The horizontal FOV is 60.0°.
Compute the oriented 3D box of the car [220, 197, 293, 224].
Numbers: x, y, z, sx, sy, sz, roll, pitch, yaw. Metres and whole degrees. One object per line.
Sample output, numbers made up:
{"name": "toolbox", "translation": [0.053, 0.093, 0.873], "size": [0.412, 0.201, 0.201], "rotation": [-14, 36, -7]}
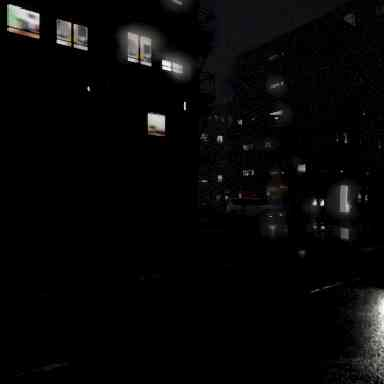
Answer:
{"name": "car", "translation": [5.298, 1.472, 28.146], "size": [2.150, 2.045, 5.566], "rotation": [0, -1, -36]}

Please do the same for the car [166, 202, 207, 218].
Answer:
{"name": "car", "translation": [-0.685, 1.860, 36.269], "size": [1.882, 1.535, 5.008], "rotation": [0, -1, -36]}

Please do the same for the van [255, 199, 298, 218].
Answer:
{"name": "van", "translation": [8.469, 1.603, 33.584], "size": [1.690, 1.788, 3.998], "rotation": [-1, 0, -36]}

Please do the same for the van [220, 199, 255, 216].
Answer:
{"name": "van", "translation": [5.146, 1.676, 38.094], "size": [1.690, 1.788, 3.998], "rotation": [-1, 0, -36]}

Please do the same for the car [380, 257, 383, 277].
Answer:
{"name": "car", "translation": [6.606, 1.563, 8.420], "size": [4.181, 1.385, 1.994], "rotation": [0, 0, -36]}

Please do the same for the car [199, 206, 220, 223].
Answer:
{"name": "car", "translation": [1.738, 1.875, 28.655], "size": [1.802, 1.307, 4.206], "rotation": [-1, 0, -36]}
